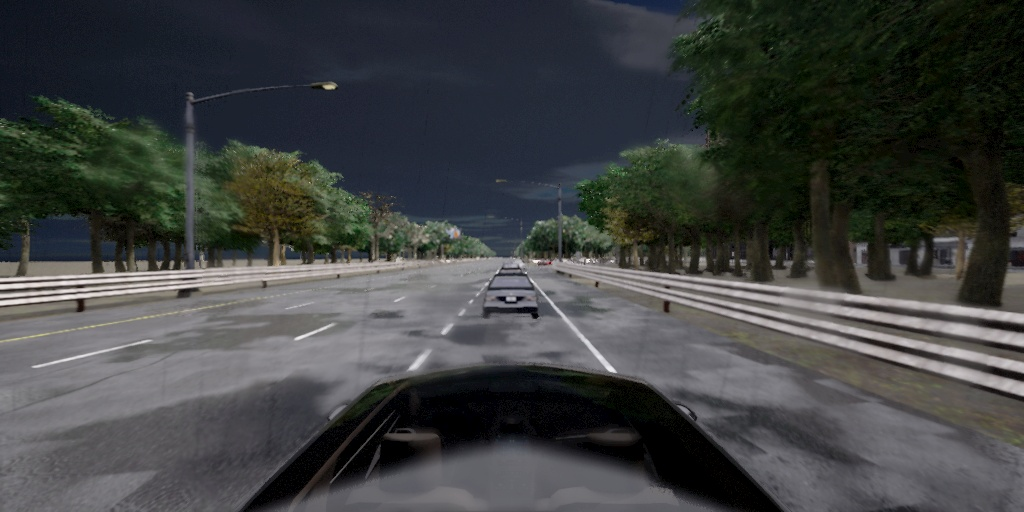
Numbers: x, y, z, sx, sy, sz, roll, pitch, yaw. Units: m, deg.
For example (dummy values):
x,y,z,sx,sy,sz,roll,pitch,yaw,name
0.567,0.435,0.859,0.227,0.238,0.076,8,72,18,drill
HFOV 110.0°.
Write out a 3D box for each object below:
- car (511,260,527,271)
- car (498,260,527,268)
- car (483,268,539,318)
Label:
x,y,z,sx,sy,sz,roll,pitch,yaw,name
1.097,1.375,53.000,1.812,1.442,4.674,0,0,9,car
-0.100,1.298,29.047,2.128,1.511,4.902,0,0,0,car
-0.038,1.321,13.104,2.033,1.411,5.357,0,0,0,car
